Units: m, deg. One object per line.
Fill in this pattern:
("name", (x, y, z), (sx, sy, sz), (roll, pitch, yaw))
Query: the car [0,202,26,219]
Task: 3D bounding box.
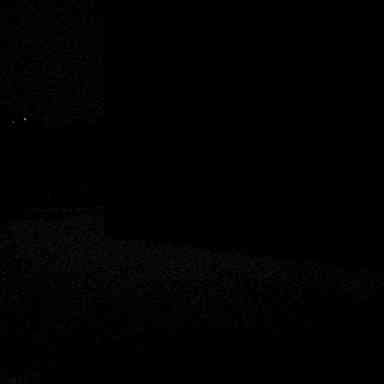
("car", (-15.139, 1.445, 25.550), (2.008, 1.369, 4.403), (0, 0, 35))
